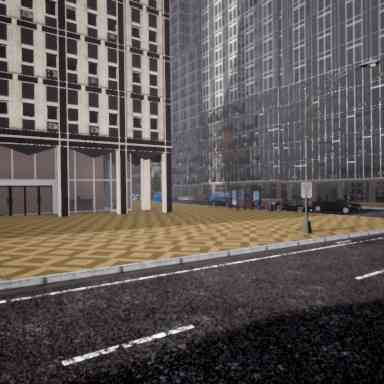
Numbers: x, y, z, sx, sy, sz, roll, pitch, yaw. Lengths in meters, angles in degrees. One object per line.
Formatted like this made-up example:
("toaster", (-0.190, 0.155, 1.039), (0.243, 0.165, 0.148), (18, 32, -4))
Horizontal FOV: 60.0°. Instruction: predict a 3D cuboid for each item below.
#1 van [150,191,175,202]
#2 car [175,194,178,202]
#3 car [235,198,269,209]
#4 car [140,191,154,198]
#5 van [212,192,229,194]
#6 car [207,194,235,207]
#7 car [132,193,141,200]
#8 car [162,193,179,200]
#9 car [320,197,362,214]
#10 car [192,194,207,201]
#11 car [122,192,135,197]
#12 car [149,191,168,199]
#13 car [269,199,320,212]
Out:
("van", (-5.198, 0.936, 58.703), (1.690, 1.788, 3.998), (0, 1, -34))
("car", (-4.666, 1.084, 62.676), (2.033, 1.411, 5.357), (-1, 1, -34))
("car", (7.550, 1.387, 39.884), (1.802, 1.307, 4.206), (-1, 1, -34))
("car", (-11.125, 0.684, 82.196), (1.967, 1.590, 4.097), (0, 1, -34))
("van", (4.927, 0.853, 58.744), (1.690, 1.788, 3.998), (-1, 1, -34))
("car", (4.388, 1.318, 44.606), (1.947, 1.339, 4.313), (-1, 1, -34))
("car", (-11.619, 1.038, 68.085), (2.008, 1.369, 4.403), (0, 1, -34))
("car", (-4.703, 0.934, 72.818), (1.802, 1.307, 4.206), (0, 1, -34))
("car", (14.762, 1.319, 34.114), (1.882, 1.535, 5.008), (-1, 1, -34))
("car", (1.717, 1.041, 63.437), (1.802, 1.307, 4.206), (-1, 1, -34))
("car", (-17.545, 0.686, 91.577), (2.008, 1.369, 4.403), (0, 1, -34))
("car", (-7.914, 0.613, 77.504), (2.192, 1.841, 5.009), (0, 1, -34))
("car", (10.746, 1.423, 35.182), (1.947, 1.339, 4.313), (-1, 1, -34))
